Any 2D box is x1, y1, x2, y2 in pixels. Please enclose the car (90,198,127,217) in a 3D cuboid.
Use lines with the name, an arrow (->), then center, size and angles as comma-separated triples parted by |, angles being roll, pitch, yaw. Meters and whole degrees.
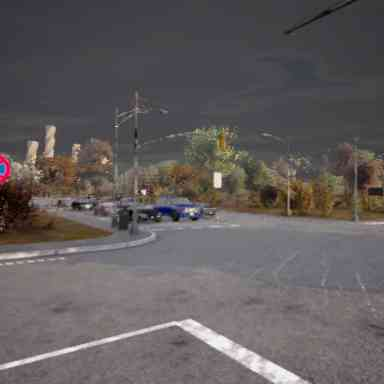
car -> -8.531, 1.685, 33.722 | 1.812, 1.442, 4.674 | 1, 0, -32

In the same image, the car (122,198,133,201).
car -> -6.903, 1.746, 37.703 | 2.033, 1.411, 5.357 | 1, 0, -33

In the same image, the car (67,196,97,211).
car -> -13.862, 1.608, 42.193 | 2.128, 1.511, 4.902 | 1, 0, -32

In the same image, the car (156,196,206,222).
car -> -1.412, 1.423, 29.049 | 2.150, 2.045, 5.566 | 1, 0, -31

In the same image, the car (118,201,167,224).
car -> -4.024, 1.720, 26.584 | 1.994, 1.385, 4.181 | 1, -1, -32

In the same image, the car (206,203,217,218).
car -> 0.492, 1.742, 32.968 | 2.128, 1.511, 4.902 | 1, -1, -33

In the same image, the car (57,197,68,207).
car -> -19.283, 1.528, 50.813 | 1.812, 1.442, 4.674 | 1, 0, -32
